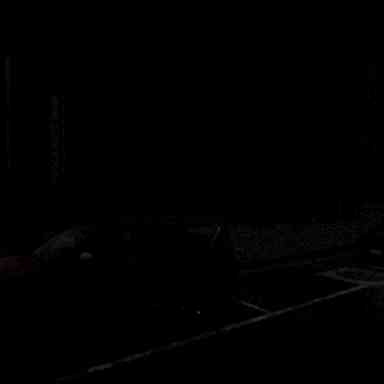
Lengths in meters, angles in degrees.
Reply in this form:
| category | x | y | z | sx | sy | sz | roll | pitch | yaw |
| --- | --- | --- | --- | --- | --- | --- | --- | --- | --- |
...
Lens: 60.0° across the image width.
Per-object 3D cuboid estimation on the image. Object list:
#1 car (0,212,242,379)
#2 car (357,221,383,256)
| category | x | y | z | sx | sy | sz | roll | pitch | yaw |
| --- | --- | --- | --- | --- | --- | --- | --- | --- | --- |
| car | -1.370 | 1.324 | 5.681 | 5.009 | 1.841 | 2.192 | 0 | -1 | -35 |
| car | 7.861 | 1.635 | 12.264 | 4.313 | 1.339 | 1.947 | 0 | -1 | -35 |
